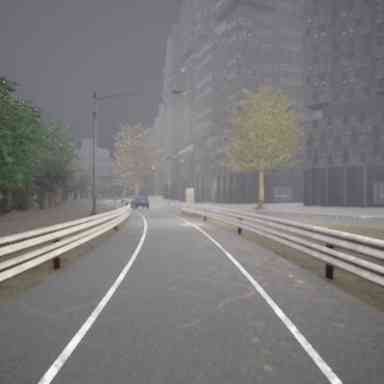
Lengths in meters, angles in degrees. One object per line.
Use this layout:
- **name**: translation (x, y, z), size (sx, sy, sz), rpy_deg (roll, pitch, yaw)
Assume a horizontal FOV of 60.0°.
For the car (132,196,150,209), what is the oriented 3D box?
- **car**: translation (-8.277, 1.655, 53.352), size (2.150, 2.045, 5.566), rpy_deg (0, -1, -20)
